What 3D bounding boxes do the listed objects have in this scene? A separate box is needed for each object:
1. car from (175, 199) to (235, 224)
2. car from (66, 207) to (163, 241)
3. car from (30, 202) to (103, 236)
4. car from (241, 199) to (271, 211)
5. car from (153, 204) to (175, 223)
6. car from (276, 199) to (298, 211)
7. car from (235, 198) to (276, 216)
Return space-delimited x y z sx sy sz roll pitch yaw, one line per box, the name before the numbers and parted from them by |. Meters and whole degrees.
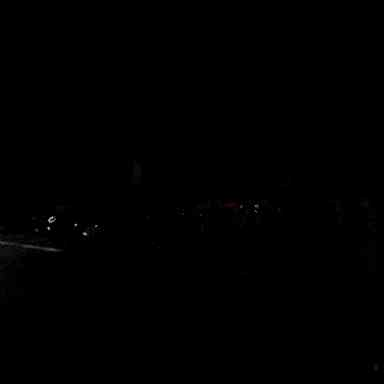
car | 1.135 1.537 25.453 1.882 1.535 5.008 0 0 32
car | -3.877 1.658 17.508 1.895 1.301 4.718 0 0 32
car | -6.917 1.424 19.251 2.097 1.767 4.553 0 0 32
car | 8.538 1.627 43.673 2.033 1.411 5.357 0 0 33
car | -2.304 1.638 26.561 1.994 1.385 4.181 0 0 32
car | 12.166 1.612 42.843 2.033 1.411 5.357 0 0 33
car | 6.513 1.414 33.964 2.097 1.767 4.553 0 0 32
